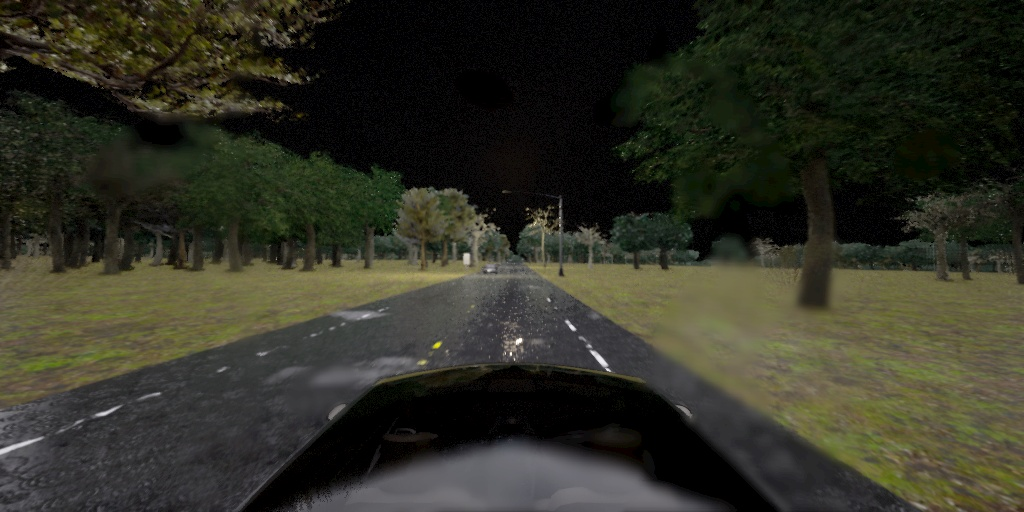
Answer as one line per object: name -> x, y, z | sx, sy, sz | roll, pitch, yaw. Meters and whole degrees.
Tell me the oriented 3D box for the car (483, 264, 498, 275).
car -> -2.979, 1.854, 50.558 | 2.128, 1.511, 4.902 | 0, -1, 1
